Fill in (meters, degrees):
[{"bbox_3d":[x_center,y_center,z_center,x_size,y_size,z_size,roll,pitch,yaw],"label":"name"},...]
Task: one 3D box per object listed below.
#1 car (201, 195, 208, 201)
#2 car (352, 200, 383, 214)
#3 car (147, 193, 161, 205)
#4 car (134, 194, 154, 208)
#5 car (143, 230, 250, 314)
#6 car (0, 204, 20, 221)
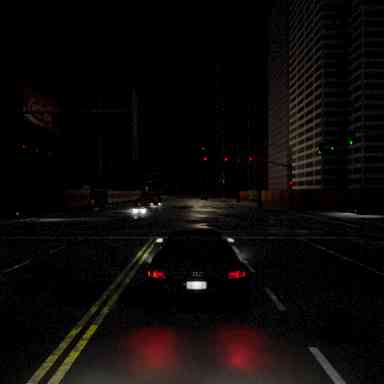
[{"bbox_3d":[3.274,1.550,87.539,2.128,1.511,4.902,0,0,0],"label":"car"},{"bbox_3d":[19.628,1.557,34.486,5.357,1.411,2.033,0,0,0],"label":"car"},{"bbox_3d":[-7.225,1.238,58.035,2.150,2.045,5.566,0,0,0],"label":"car"},{"bbox_3d":[-7.210,1.505,48.082,2.128,1.511,4.902,0,0,0],"label":"car"},{"bbox_3d":[0.077,1.566,7.701,1.994,1.385,4.181,0,0,0],"label":"car"},{"bbox_3d":[-16.595,1.499,26.999,4.902,1.511,2.128,0,0,0],"label":"car"}]
